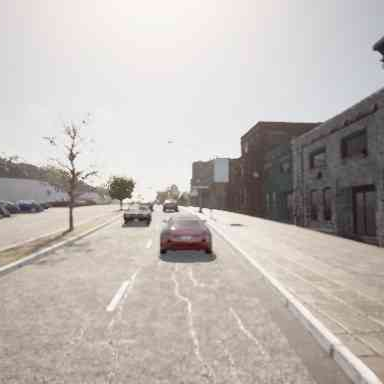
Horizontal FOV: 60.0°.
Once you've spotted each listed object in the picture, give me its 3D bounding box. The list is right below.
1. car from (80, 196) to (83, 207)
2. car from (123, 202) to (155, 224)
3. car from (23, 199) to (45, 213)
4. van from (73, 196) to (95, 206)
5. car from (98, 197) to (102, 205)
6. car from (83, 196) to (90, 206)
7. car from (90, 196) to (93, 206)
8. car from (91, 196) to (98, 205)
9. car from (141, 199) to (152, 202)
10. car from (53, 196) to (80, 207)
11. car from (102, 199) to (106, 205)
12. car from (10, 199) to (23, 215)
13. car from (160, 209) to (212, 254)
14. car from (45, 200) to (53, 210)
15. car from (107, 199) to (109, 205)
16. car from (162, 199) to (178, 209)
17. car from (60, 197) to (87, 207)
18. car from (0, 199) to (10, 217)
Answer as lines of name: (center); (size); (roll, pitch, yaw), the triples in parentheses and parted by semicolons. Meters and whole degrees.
car: (-21.759, 1.687, 57.162); (4.553, 1.767, 2.185); (0, -1, -27)
car: (-4.040, 1.679, 25.355); (1.895, 1.301, 4.718); (0, 0, -4)
car: (-19.252, 1.566, 36.510); (5.008, 1.535, 2.097); (0, -1, -26)
van: (-23.405, 1.942, 72.002); (4.442, 1.987, 1.878); (0, -2, -27)
car: (-23.886, 2.003, 74.888); (5.566, 2.045, 2.435); (0, -2, -27)
car: (-21.921, 1.868, 60.216); (5.366, 1.575, 1.946); (0, -1, -27)
car: (-22.797, 2.047, 66.032); (4.674, 1.452, 2.002); (0, -2, -27)
car: (-23.129, 1.833, 69.013); (5.566, 2.045, 2.435); (0, -2, -27)
car: (-5.819, 1.680, 42.590); (2.128, 1.511, 4.902); (0, -1, -7)
car: (-21.365, 1.760, 54.218); (5.008, 1.535, 2.097); (0, -1, -27)
car: (-25.091, 2.547, 83.672); (5.366, 1.575, 1.946); (0, -2, -27)
car: (-18.572, 1.541, 30.636); (4.892, 1.521, 2.231); (0, 0, -26)
car: (-0.291, 1.602, 13.813); (1.994, 1.385, 4.181); (0, 0, -3)
car: (-19.601, 1.584, 39.452); (5.008, 1.535, 2.097); (0, -1, -27)
car: (-25.670, 2.630, 89.663); (4.553, 1.767, 2.185); (0, -2, -27)
car: (-2.802, 1.699, 42.636); (2.128, 1.511, 4.902); (0, -1, -7)
car: (-22.468, 1.811, 63.070); (4.553, 1.767, 2.185); (0, -1, -27)
car: (-18.275, 1.530, 27.692); (4.892, 1.521, 2.231); (0, 0, -25)
